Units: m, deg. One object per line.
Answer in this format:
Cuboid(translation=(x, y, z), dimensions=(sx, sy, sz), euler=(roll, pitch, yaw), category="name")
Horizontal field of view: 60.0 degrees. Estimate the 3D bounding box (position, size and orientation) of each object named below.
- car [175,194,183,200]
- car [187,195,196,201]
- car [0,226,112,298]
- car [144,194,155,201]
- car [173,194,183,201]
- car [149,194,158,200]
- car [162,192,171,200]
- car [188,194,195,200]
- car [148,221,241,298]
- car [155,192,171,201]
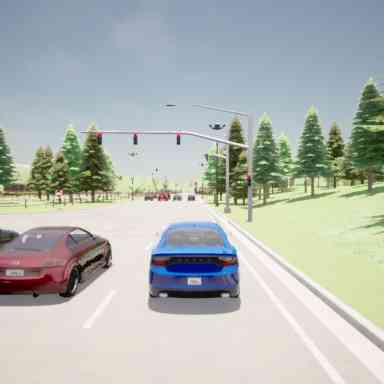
Cuboid(translation=(-3.658, 1.385, 92.867), dimensions=(1.994, 1.385, 4.181), euler=(0, 0, 0), category="car")
Cuboid(translation=(-0.140, 1.469, 82.453), dimensions=(1.882, 1.535, 5.008), euler=(0, 0, 0), category="car")
Cuboid(translation=(-3.451, 1.564, 8.578), dimensions=(1.994, 1.385, 4.181), euler=(0, 0, 1), category="car")
Cuboid(translation=(-10.640, 1.491, 82.435), dimensions=(1.837, 1.490, 4.892), euler=(0, 0, 0), category="car")
Cuboid(translation=(-3.641, 1.346, 82.800), dimensions=(2.097, 1.767, 4.553), euler=(0, 0, 0), category="car")
Cuboid(translation=(-10.658, 1.332, 92.855), dimensions=(1.837, 1.490, 4.892), euler=(0, 0, 0), category="car")
Cuboid(translation=(-7.158, 1.057, 92.891), dimensions=(2.150, 2.045, 5.566), euler=(0, 0, 0), category="car")
Cuboid(translation=(-0.158, 1.385, 92.873), dimensions=(1.994, 1.385, 4.181), euler=(0, 0, 0), category="car")
Cuboid(translation=(0.055, 1.478, 8.550), dimensions=(1.882, 1.535, 5.008), euler=(0, 0, 0), category="car")
Cuboid(translation=(-7.141, 1.217, 82.471), dimensions=(2.150, 2.045, 5.566), euler=(0, 0, 0), category="car")
